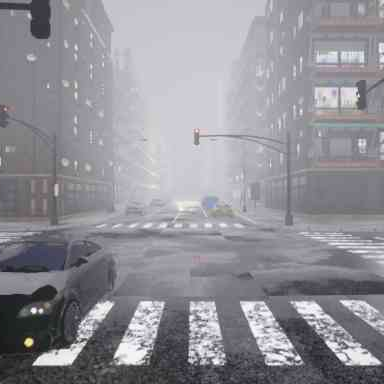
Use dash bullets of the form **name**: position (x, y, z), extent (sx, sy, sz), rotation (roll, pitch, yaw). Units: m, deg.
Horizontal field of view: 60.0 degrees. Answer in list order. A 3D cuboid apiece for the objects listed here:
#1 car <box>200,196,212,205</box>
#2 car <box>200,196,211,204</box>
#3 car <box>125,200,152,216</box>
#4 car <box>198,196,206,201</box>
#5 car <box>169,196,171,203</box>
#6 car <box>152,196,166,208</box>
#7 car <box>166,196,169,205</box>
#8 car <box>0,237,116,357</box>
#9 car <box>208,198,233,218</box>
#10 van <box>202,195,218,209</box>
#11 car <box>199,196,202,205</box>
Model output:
- **car**: position (2.581, 1.486, 61.040), extent (1.967, 1.590, 4.097), rotation (1, 0, 0)
- **car**: position (2.580, 1.604, 66.697), extent (2.008, 1.369, 4.403), rotation (1, 0, 0)
- **car**: position (-5.432, 1.565, 32.697), extent (2.008, 1.369, 4.403), rotation (1, 0, 0)
- **car**: position (2.581, 1.627, 83.665), extent (1.887, 1.381, 4.507), rotation (1, 0, 0)
- **car**: position (-5.301, 1.627, 60.986), extent (1.802, 1.307, 4.206), rotation (1, 0, 0)
- **car**: position (-5.302, 1.613, 49.670), extent (1.802, 1.307, 4.206), rotation (1, 0, 0)
- **car**: position (-5.301, 1.563, 55.158), extent (1.752, 1.417, 4.829), rotation (1, 0, 0)
- **car**: position (-2.749, 1.566, 6.134), extent (1.994, 1.385, 4.181), rotation (0, 0, 0)
- **car**: position (2.707, 1.538, 30.241), extent (1.752, 1.417, 4.829), rotation (1, 0, 0)
- **van**: position (2.613, 1.366, 44.075), extent (1.690, 1.788, 3.998), rotation (1, 0, 0)
- **car**: position (2.581, 1.347, 49.728), extent (2.192, 1.841, 5.009), rotation (1, 0, 0)
